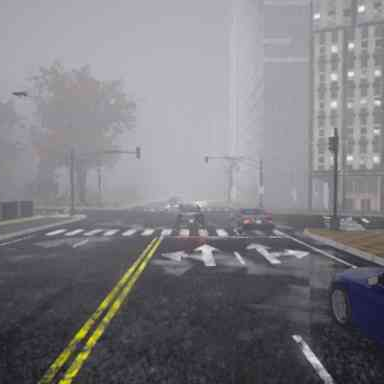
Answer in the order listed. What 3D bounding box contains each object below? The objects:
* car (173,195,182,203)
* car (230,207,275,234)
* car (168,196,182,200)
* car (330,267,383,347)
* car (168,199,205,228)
[{"bbox_3d":[-3.244,1.562,74.922,1.882,1.535,5.008,0,0,0],"label":"car"},{"bbox_3d":[3.351,1.572,19.206,2.033,1.411,5.357,0,-1,0],"label":"car"},{"bbox_3d":[-3.284,1.534,59.690,1.882,1.535,5.008,0,0,1],"label":"car"},{"bbox_3d":[3.354,1.527,3.997,1.812,1.442,4.674,0,0,0],"label":"car"},{"bbox_3d":[-0.299,1.505,22.411,2.128,1.511,4.902,0,0,-6],"label":"car"}]
